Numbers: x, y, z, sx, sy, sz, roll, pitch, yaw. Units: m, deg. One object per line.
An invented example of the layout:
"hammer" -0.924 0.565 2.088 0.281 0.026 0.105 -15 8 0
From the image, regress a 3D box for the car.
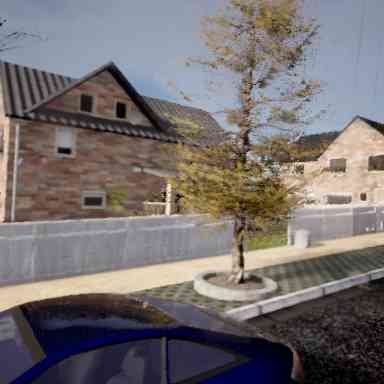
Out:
"car" -1.043 1.562 2.326 4.181 1.385 1.994 0 0 -35
